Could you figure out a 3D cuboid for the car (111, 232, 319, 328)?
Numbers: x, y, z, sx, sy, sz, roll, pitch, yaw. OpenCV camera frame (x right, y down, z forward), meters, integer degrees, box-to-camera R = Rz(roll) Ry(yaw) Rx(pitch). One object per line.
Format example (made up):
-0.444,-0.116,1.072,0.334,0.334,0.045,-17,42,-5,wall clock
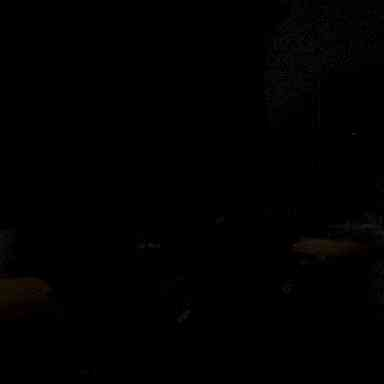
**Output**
0.495,1.580,7.019,4.313,1.339,1.947,0,0,-36,car

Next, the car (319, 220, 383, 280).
4.771,1.557,10.095,4.829,1.417,1.752,0,0,-36,car

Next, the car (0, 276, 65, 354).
-4.057,1.521,3.745,4.829,1.417,1.752,0,0,-36,car
